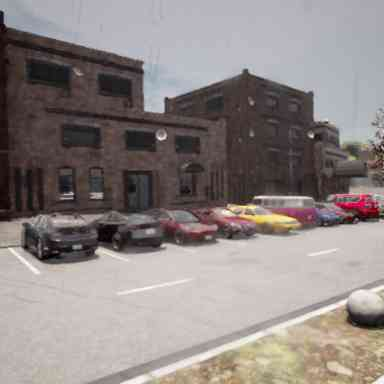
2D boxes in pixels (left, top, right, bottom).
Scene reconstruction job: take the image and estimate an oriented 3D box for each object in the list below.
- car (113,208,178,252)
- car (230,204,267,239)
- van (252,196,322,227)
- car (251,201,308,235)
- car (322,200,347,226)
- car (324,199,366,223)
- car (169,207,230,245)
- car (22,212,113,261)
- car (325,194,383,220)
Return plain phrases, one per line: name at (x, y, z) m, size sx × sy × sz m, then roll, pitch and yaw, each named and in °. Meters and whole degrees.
car at (-2.953, 1.531, 14.297) m, size 2.163 × 1.488 × 4.792 m, roll 0°, pitch 0°, yaw -37°
car at (1.364, 1.534, 17.639) m, size 2.002 × 1.452 × 4.674 m, roll 0°, pitch 0°, yaw -38°
van at (5.522, 1.254, 21.178) m, size 1.878 × 1.987 × 4.442 m, roll 0°, pitch 0°, yaw -40°
car at (3.606, 1.484, 19.206) m, size 1.946 × 1.575 × 5.366 m, roll 0°, pitch 0°, yaw -39°
car at (7.677, 1.510, 22.832) m, size 2.002 × 1.452 × 4.674 m, roll 0°, pitch 0°, yaw -40°
car at (9.680, 1.488, 24.515) m, size 2.163 × 1.488 × 4.792 m, roll 0°, pitch 0°, yaw -40°
car at (-0.760, 1.528, 15.920) m, size 2.163 × 1.488 × 4.792 m, roll 0°, pitch 0°, yaw -38°
car at (-5.110, 1.503, 12.619) m, size 2.231 × 1.521 × 4.892 m, roll 0°, pitch 0°, yaw -36°
car at (11.689, 1.193, 26.357) m, size 2.435 × 2.045 × 5.566 m, roll 0°, pitch 0°, yaw -41°
